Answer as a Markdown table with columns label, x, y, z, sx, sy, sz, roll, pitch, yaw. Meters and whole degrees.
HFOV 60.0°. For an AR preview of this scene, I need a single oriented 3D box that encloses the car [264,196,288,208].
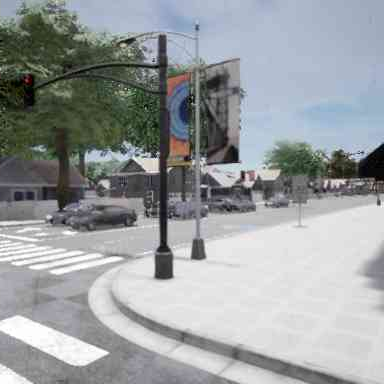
| label | x | y | z | sx | sy | sz | roll | pitch | yaw |
| --- | --- | --- | --- | --- | --- | --- | --- | --- | --- |
| car | 11.329 | 1.349 | 44.552 | 2.128 | 1.511 | 4.902 | 0 | 0 | 36 |

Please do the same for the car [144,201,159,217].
| label | x | y | z | sx | sy | sz | roll | pitch | yaw |
| --- | --- | --- | --- | --- | --- | --- | --- | --- | --- |
| car | -2.392 | 1.471 | 31.007 | 2.128 | 1.511 | 4.902 | 0 | 0 | 36 |

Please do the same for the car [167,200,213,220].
| label | x | y | z | sx | sy | sz | roll | pitch | yaw |
| --- | --- | --- | --- | --- | --- | --- | --- | --- | --- |
| car | -0.440 | 1.530 | 28.136 | 1.994 | 1.385 | 4.181 | 0 | 0 | 36 |

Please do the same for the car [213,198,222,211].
| label | x | y | z | sx | sy | sz | roll | pitch | yaw |
| --- | --- | --- | --- | --- | --- | --- | --- | --- | --- |
| car | 3.609 | 1.449 | 39.377 | 1.812 | 1.442 | 4.674 | 0 | 0 | 36 |

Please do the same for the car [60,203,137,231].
| label | x | y | z | sx | sy | sz | roll | pitch | yaw |
| --- | --- | --- | --- | --- | --- | --- | --- | --- | --- |
| car | -5.520 | 1.541 | 21.025 | 1.812 | 1.442 | 4.674 | 0 | 0 | 37 |

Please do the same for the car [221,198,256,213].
| label | x | y | z | sx | sy | sz | roll | pitch | yaw |
| --- | --- | --- | --- | --- | --- | --- | --- | --- | --- |
| car | 5.402 | 1.475 | 36.328 | 1.994 | 1.385 | 4.181 | 0 | 0 | 35 |

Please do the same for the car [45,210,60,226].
| label | x | y | z | sx | sy | sz | roll | pitch | yaw |
| --- | --- | --- | --- | --- | --- | --- | --- | --- | --- |
| car | -7.839 | 1.524 | 23.387 | 2.128 | 1.511 | 4.902 | 0 | 0 | 36 |
